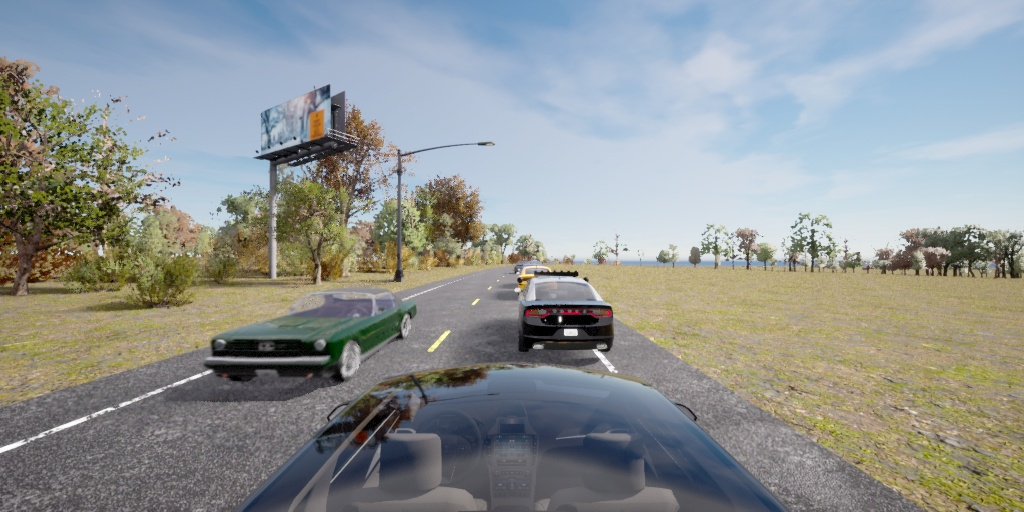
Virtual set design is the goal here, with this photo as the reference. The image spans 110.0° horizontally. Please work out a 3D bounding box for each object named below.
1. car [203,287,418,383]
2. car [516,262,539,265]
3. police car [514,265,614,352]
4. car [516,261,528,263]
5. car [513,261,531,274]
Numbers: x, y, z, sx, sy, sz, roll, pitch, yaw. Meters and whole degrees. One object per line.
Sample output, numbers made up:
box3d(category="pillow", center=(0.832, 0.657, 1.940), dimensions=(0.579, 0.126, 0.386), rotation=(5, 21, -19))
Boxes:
box3d(category="car", center=(-3.446, 1.356, 7.272), dimensions=(1.895, 1.301, 4.718), rotation=(0, 0, 1))
box3d(category="car", center=(1.259, 1.267, 18.924), dimensions=(1.882, 1.535, 5.008), rotation=(0, 0, 1))
box3d(category="police car", center=(1.092, 1.184, 9.068), dimensions=(1.930, 1.638, 5.238), rotation=(0, 0, 1))
box3d(category="car", center=(1.420, 1.295, 24.902), dimensions=(1.882, 1.535, 5.008), rotation=(0, 0, 2))
box3d(category="car", center=(1.325, 1.466, 45.966), dimensions=(2.128, 1.511, 4.902), rotation=(0, 0, 4))
